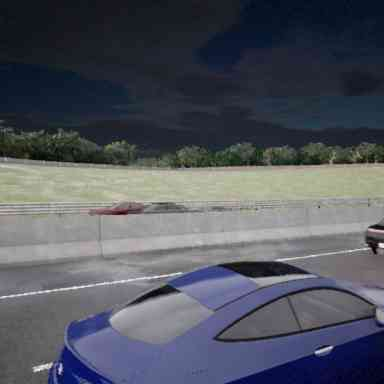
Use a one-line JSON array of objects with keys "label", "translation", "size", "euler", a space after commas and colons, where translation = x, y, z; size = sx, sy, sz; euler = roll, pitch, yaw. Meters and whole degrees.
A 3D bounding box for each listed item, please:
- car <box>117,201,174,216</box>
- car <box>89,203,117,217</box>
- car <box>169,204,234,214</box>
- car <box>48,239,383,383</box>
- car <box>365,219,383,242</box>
[{"label": "car", "translation": [-2.191, 1.504, 22.218], "size": [4.892, 1.490, 1.837], "euler": [0, 0, -29]}, {"label": "car", "translation": [-5.066, 1.477, 24.628], "size": [5.008, 1.535, 1.882], "euler": [0, 0, -29]}, {"label": "car", "translation": [1.083, 1.564, 20.030], "size": [4.181, 1.385, 1.994], "euler": [0, 0, -29]}, {"label": "car", "translation": [0.941, 1.524, 3.724], "size": [4.674, 1.442, 1.812], "euler": [0, 0, -29]}, {"label": "car", "translation": [8.216, 1.492, 11.749], "size": [4.902, 1.511, 2.128], "euler": [0, 0, -29]}]
